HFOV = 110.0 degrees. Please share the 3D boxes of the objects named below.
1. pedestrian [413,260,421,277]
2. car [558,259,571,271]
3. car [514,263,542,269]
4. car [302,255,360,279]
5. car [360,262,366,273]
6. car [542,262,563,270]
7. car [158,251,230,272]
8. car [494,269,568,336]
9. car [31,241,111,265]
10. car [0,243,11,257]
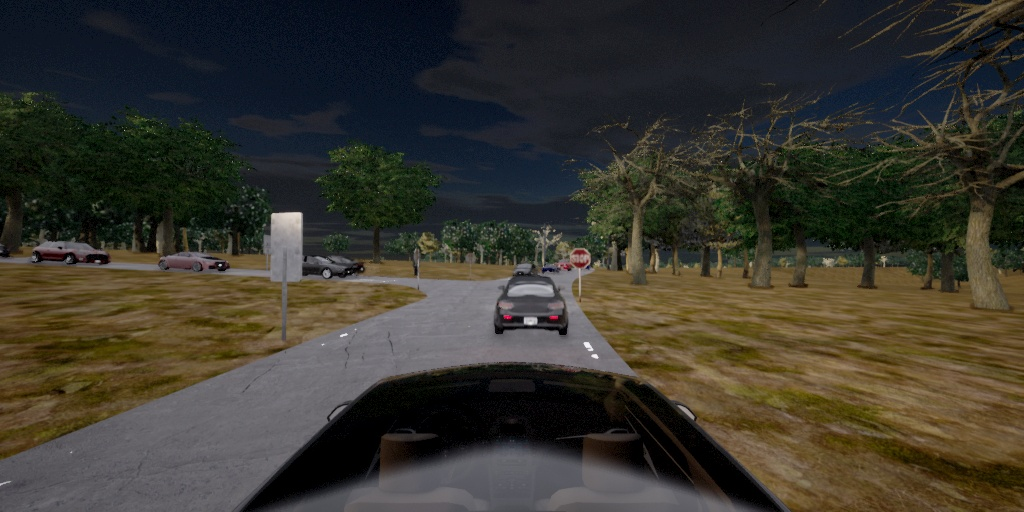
[{"bbox_3d":[-8.038,0.845,30.125,0.375,1.860,0.375,0,-4,7],"label":"pedestrian"},{"bbox_3d":[9.122,1.631,62.973,2.150,2.045,5.566,0,-1,16],"label":"car"},{"bbox_3d":[1.423,1.475,36.204,1.837,1.490,4.892,0,-1,16],"label":"car"},{"bbox_3d":[-13.335,0.713,24.349,4.892,1.490,1.837,3,-1,8],"label":"car"},{"bbox_3d":[-13.803,0.723,27.522,5.008,1.535,1.882,2,-1,8],"label":"car"},{"bbox_3d":[5.414,1.795,50.069,1.895,1.301,4.718,0,-1,17],"label":"car"},{"bbox_3d":[-22.517,0.377,25.483,4.181,1.385,1.994,2,-1,7],"label":"car"},{"bbox_3d":[0.555,1.280,10.314,1.812,1.442,4.674,0,0,3],"label":"car"},{"bbox_3d":[-32.749,-0.280,26.749,4.553,1.767,2.097,2,-1,7],"label":"car"},{"bbox_3d":[-47.120,-0.669,31.704,4.674,1.442,1.812,3,-1,7],"label":"car"}]
